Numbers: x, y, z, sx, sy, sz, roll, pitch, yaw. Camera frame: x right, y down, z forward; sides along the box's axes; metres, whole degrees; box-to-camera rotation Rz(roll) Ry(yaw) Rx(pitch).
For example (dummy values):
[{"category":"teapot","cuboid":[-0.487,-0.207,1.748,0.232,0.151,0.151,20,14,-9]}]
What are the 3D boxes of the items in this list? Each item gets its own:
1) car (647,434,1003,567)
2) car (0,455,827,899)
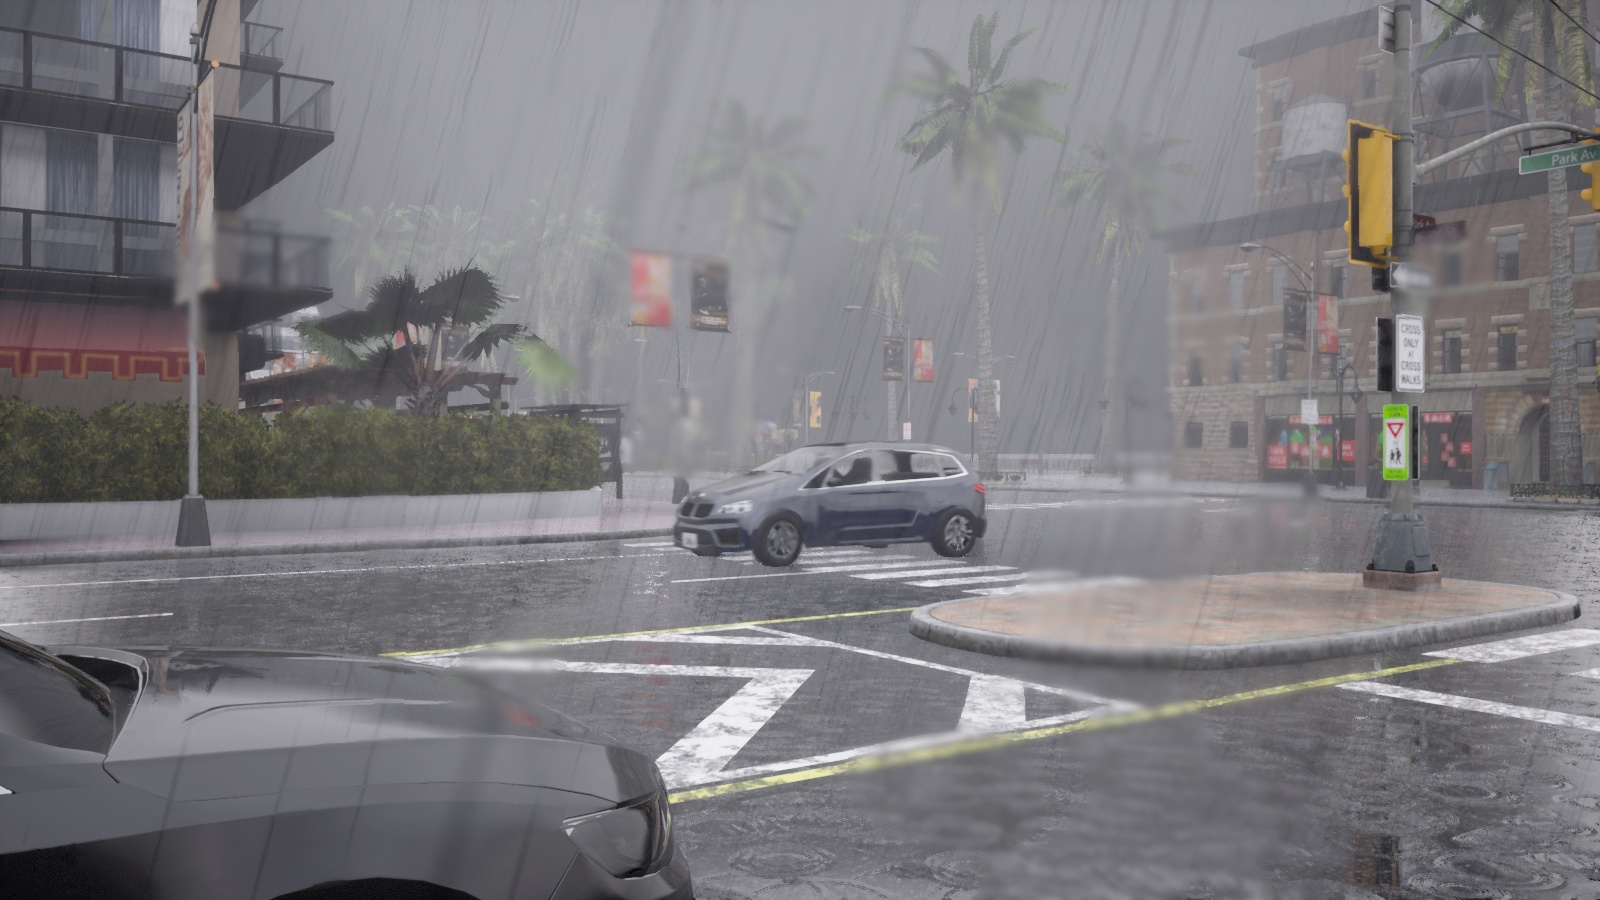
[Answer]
[{"category":"car","cuboid":[0.394,0.632,17.945,4.611,1.667,2.242,0,0,-32]},{"category":"car","cuboid":[-2.478,0.760,1.933,4.892,1.490,1.837,0,0,-35]}]
